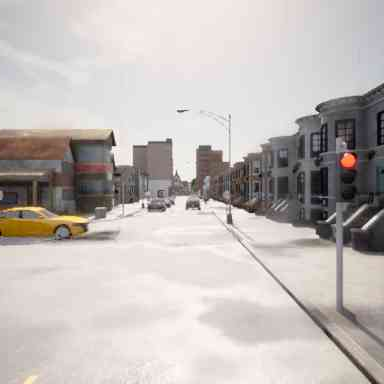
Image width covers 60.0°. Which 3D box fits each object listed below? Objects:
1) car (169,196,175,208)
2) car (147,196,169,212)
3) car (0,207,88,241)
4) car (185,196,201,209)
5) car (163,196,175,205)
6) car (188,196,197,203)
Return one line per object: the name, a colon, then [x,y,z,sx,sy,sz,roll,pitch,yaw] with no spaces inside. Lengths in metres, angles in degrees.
car: [-4.063,1.542,48.957,2.033,1.411,5.357,0,0,0]
car: [-4.077,1.501,39.208,1.837,1.490,4.892,0,0,0]
car: [-7.575,1.476,15.947,5.008,1.535,1.882,0,0,-4]
car: [0.132,1.521,44.437,1.812,1.442,4.674,0,0,0]
car: [-4.022,1.519,58.763,1.812,1.442,4.674,0,0,1]
car: [0.088,1.657,73.572,1.837,1.490,4.892,0,0,0]
